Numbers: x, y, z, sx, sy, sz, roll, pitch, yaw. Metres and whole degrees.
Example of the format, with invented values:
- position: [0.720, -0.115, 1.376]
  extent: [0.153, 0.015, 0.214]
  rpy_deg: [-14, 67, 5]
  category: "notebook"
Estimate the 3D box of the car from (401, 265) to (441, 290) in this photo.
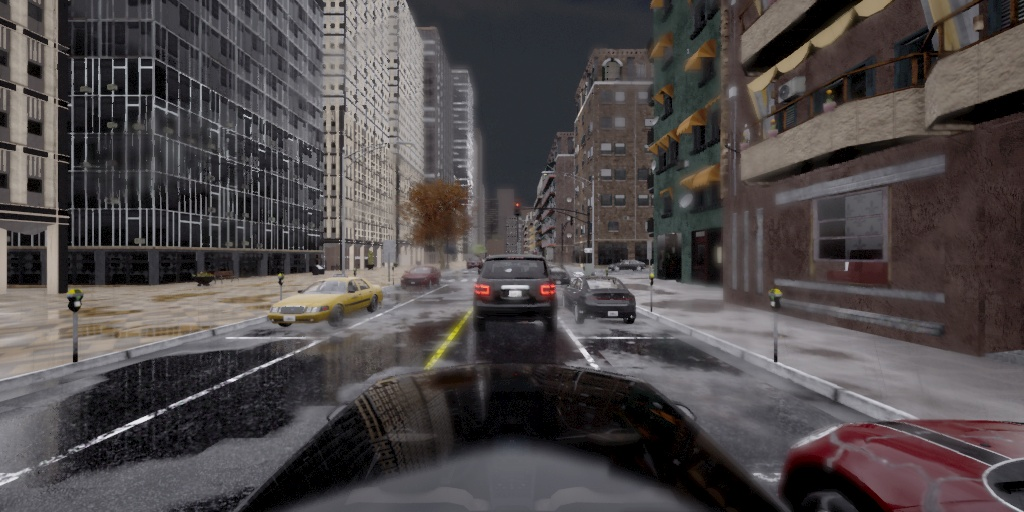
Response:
- position: [-5.683, 1.300, 22.810]
  extent: [1.888, 1.381, 4.507]
  rpy_deg: [0, 0, 0]
  category: "car"

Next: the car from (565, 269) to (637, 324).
- position: [2.693, 1.301, 11.740]
  extent: [2.007, 1.370, 4.403]
  rpy_deg: [0, 0, 0]
  category: "car"

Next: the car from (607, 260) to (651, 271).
- position: [13.452, 1.109, 42.217]
  extent: [4.403, 1.370, 2.007]
  rpy_deg: [0, 0, -1]
  category: "car"

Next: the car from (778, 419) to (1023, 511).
- position: [2.687, 1.190, 0.675]
  extent: [1.967, 1.591, 4.097]
  rpy_deg: [0, 0, 0]
  category: "car"

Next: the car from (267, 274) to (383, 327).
- position: [-5.687, 1.276, 11.574]
  extent: [1.751, 1.417, 4.829]
  rpy_deg: [0, 0, 0]
  category: "car"

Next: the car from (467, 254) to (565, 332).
- position: [0.094, 0.972, 11.018]
  extent: [2.150, 2.045, 5.566]
  rpy_deg: [0, 0, 0]
  category: "car"

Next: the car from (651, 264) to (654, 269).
- position: [18.849, 1.006, 42.269]
  extent: [4.829, 1.417, 1.751]
  rpy_deg: [0, 0, -1]
  category: "car"
